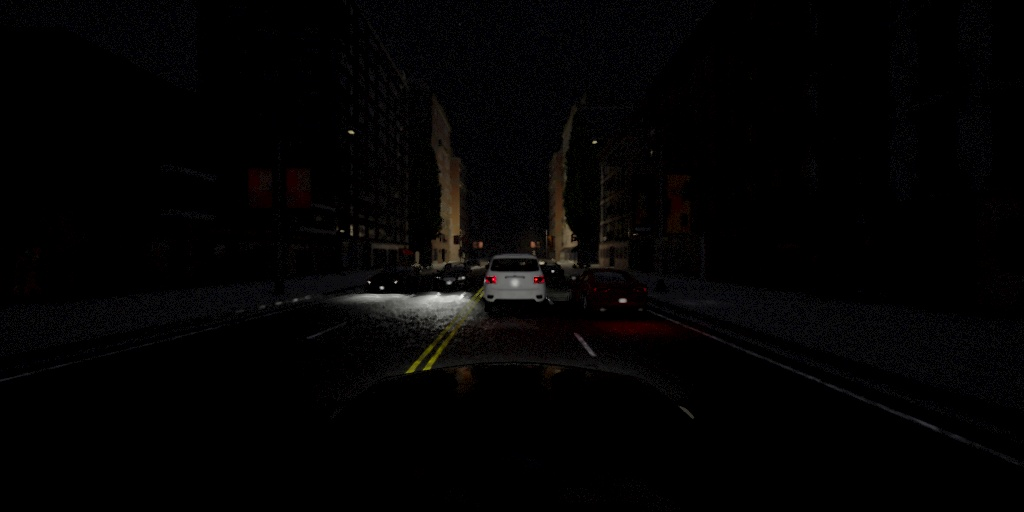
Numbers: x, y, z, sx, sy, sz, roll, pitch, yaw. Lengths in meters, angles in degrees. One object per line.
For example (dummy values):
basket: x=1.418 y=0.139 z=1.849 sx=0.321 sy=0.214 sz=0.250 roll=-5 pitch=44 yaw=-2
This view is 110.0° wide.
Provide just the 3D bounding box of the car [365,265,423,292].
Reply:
car: x=-6.606 y=1.222 z=20.874 sx=2.033 sy=1.411 sz=5.357 roll=0 pitch=0 yaw=0

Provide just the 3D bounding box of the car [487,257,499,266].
car: x=-3.297 y=1.001 z=62.747 sx=1.837 sy=1.490 sz=4.892 roll=0 pitch=0 yaw=0

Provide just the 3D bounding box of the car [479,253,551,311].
car: x=0.097 y=0.922 z=14.318 sx=2.150 sy=2.045 sz=5.566 roll=0 pitch=0 yaw=0

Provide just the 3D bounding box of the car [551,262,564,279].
car: x=3.341 y=1.195 z=31.339 sx=1.994 sy=1.385 sz=4.181 roll=0 pitch=0 yaw=0

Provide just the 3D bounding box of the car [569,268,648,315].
car: x=3.344 y=1.183 z=13.283 sx=1.882 sy=1.535 sz=5.008 roll=0 pitch=0 yaw=0

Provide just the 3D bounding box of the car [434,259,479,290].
car: x=-3.354 y=1.163 z=21.585 sx=2.128 sy=1.511 sz=4.902 roll=0 pitch=0 yaw=0
